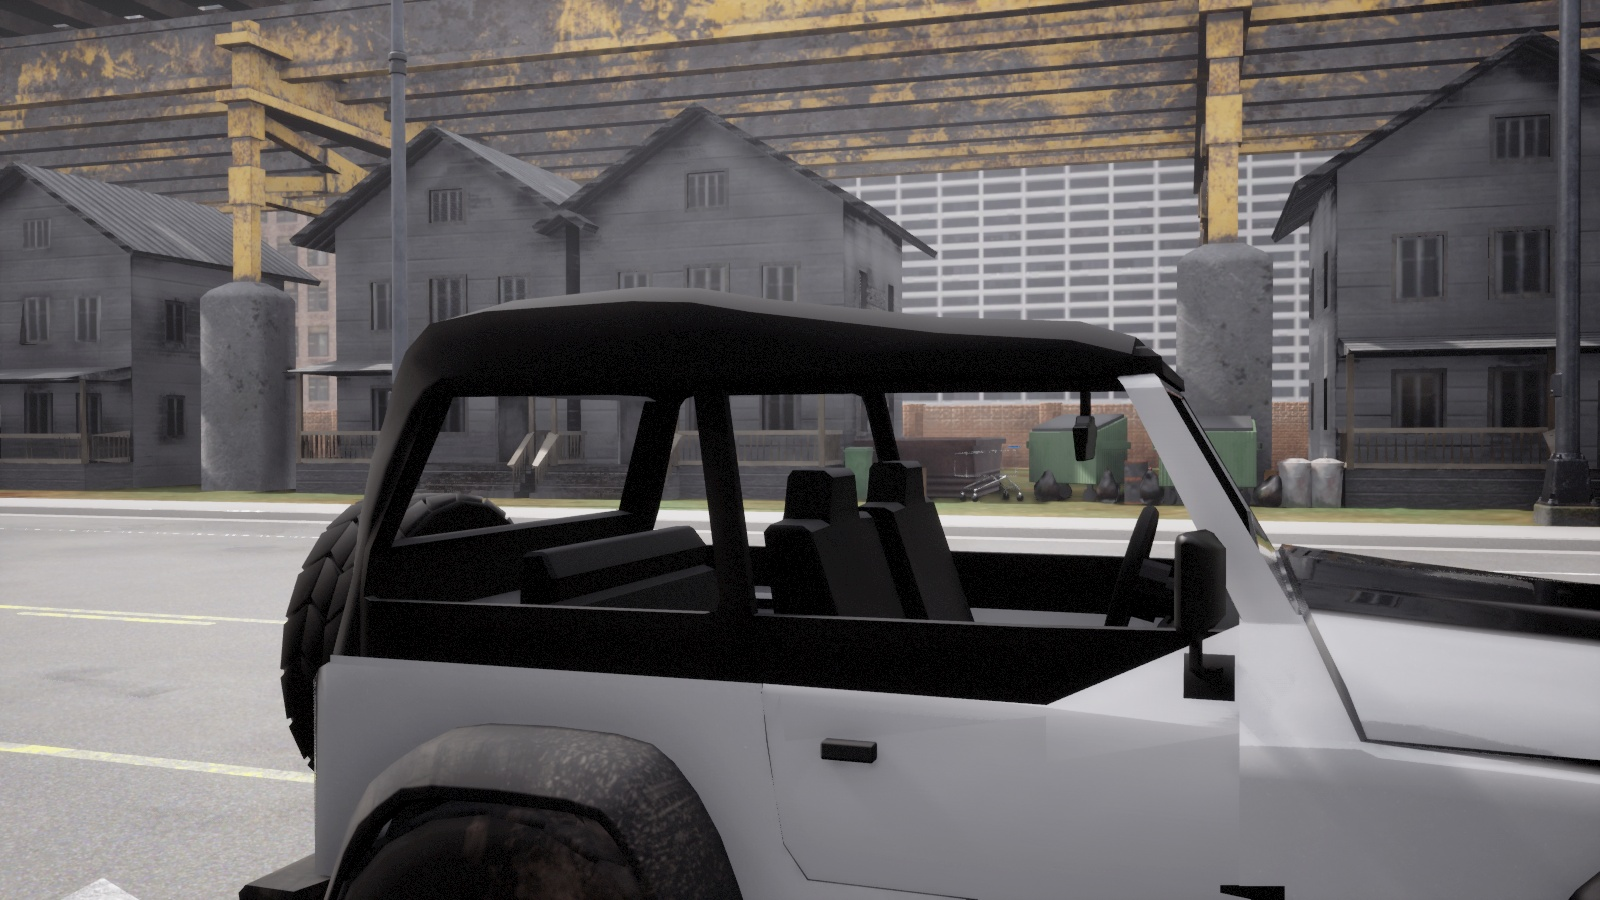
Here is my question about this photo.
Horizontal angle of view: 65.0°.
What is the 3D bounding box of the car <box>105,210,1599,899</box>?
[{"bbox_3d":[0.641,0.577,2.981,3.866,1.878,1.905,1,1,19],"label":"car"}]
